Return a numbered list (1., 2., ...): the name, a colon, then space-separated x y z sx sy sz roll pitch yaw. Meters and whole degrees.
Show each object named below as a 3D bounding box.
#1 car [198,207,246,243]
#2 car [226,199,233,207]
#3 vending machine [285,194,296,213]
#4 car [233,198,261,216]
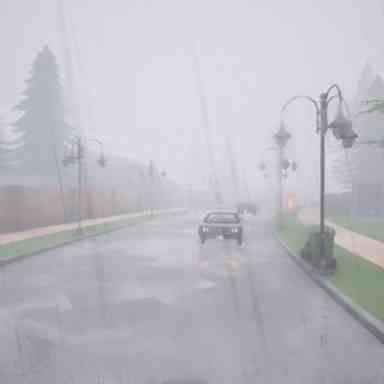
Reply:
1. car: 1.503 1.610 16.067 1.895 1.301 4.718 0 0 8
2. car: 5.937 1.556 43.851 1.812 1.442 4.674 0 0 25
3. vending machine: 11.085 1.242 37.304 1.100 2.100 0.880 0 0 22
4. car: 5.718 1.532 33.296 1.837 1.490 4.892 0 0 18
